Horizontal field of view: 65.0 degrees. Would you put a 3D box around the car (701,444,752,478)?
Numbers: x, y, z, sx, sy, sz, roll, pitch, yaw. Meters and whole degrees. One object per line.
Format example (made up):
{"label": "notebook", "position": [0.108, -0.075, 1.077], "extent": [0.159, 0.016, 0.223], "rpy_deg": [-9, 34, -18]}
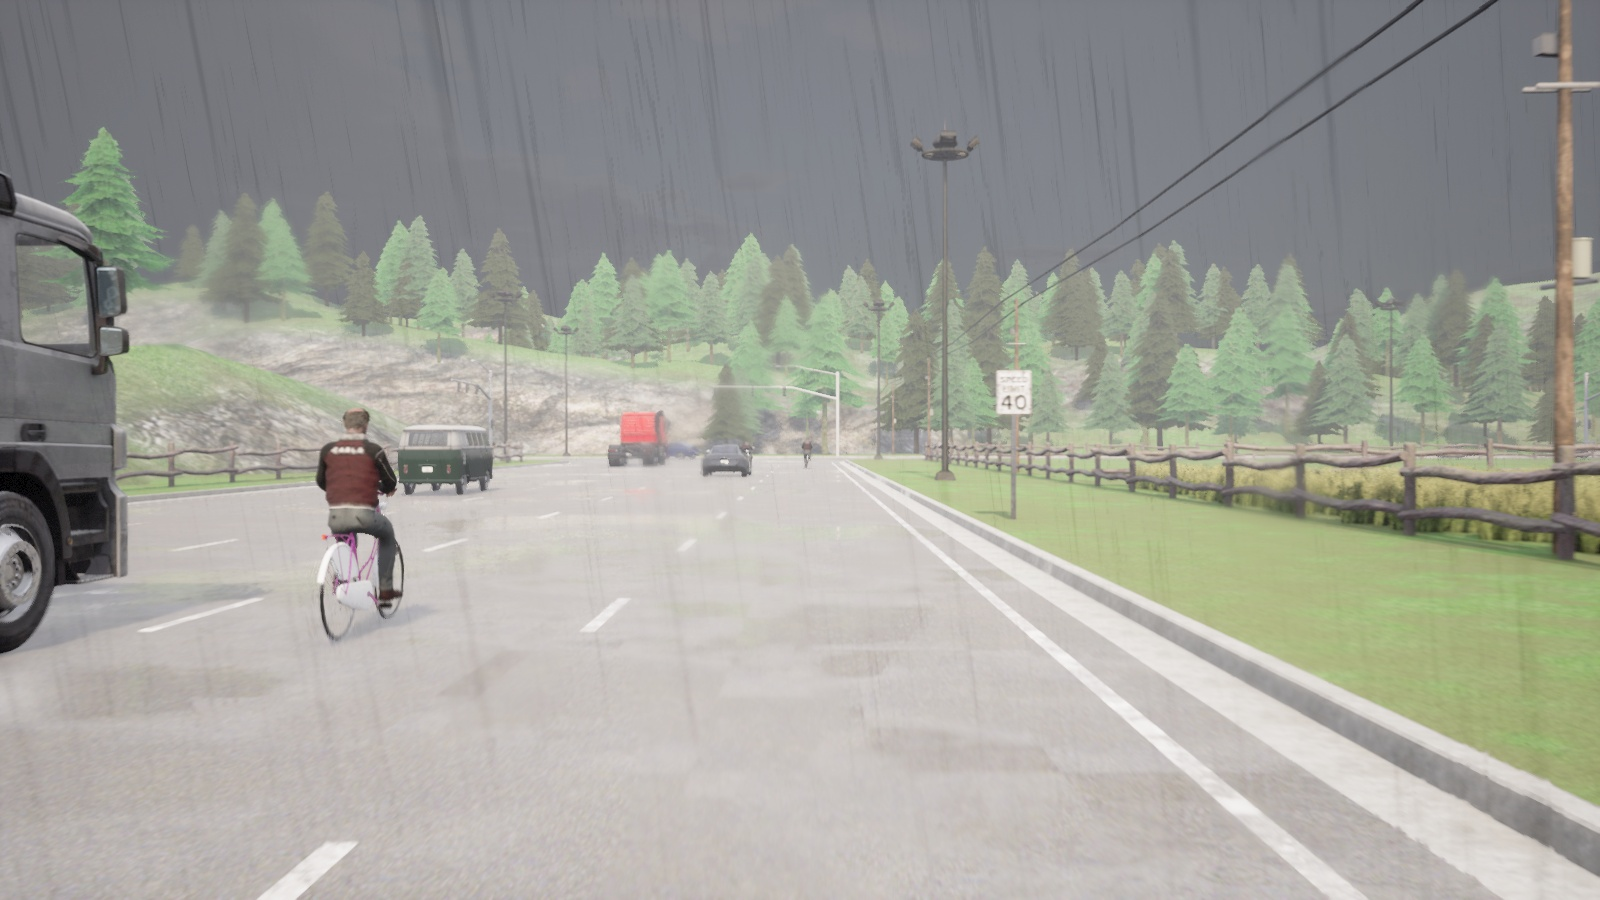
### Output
{"label": "car", "position": [-3.174, 0.454, 54.929], "extent": [1.994, 1.385, 4.181], "rpy_deg": [0, 0, 0]}

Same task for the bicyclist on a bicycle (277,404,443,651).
{"label": "bicyclist on a bicycle", "position": [-3.428, 0.550, 9.968], "extent": [0.659, 1.776, 1.843], "rpy_deg": [0, 1, 0]}

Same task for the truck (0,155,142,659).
{"label": "truck", "position": [-6.947, -0.283, 6.495], "extent": [2.891, 3.462, 7.936], "rpy_deg": [0, 0, 0]}

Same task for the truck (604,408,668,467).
{"label": "truck", "position": [-10.044, -0.746, 77.829], "extent": [2.891, 3.462, 7.936], "rpy_deg": [0, 0, 0]}

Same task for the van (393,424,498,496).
{"label": "van", "position": [-10.277, 0.254, 36.725], "extent": [1.775, 1.987, 4.442], "rpy_deg": [0, 0, 0]}
